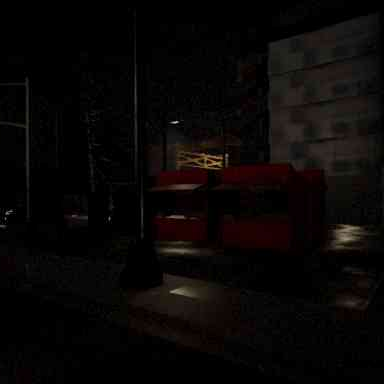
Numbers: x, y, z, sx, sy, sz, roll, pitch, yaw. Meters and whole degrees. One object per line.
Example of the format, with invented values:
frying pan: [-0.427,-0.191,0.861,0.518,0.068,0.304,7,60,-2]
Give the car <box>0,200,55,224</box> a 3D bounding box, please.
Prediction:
car: [-12.861,1.490,26.262,2.097,1.767,4.553,-1,-1,36]

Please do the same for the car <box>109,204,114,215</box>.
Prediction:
car: [-7.147,1.663,34.109,1.812,1.442,4.674,-1,-1,36]
